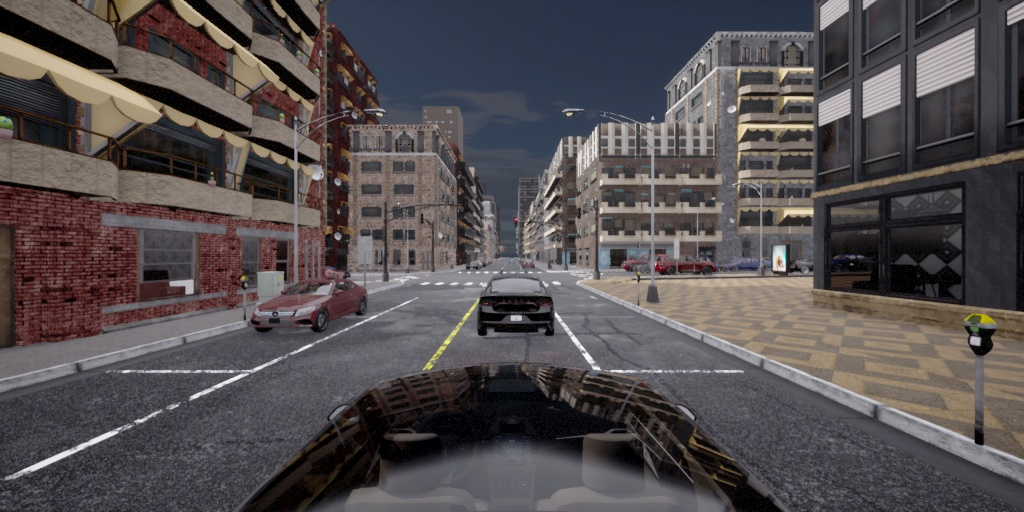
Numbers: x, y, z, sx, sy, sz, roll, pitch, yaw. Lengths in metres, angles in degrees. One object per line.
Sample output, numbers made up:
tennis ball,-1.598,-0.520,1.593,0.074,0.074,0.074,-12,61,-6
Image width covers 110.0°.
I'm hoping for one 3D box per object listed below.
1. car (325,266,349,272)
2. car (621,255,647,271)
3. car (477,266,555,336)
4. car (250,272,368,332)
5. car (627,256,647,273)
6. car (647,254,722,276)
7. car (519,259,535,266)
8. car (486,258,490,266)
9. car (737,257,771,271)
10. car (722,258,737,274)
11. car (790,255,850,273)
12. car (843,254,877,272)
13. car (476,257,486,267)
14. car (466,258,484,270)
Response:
car,-17.187,1.609,33.046,4.181,1.385,1.994,-1,0,-1
car,14.562,0.763,39.129,5.009,1.841,2.192,0,0,-1
car,0.096,1.227,10.424,1.882,1.535,5.008,0,0,0
car,-5.744,1.331,10.763,1.802,1.307,4.207,0,0,0
car,14.433,1.020,36.537,4.181,1.385,1.994,-1,0,-1
car,14.700,0.777,30.750,5.009,1.841,2.192,0,0,-1
car,2.670,1.205,58.474,1.967,1.591,4.097,0,0,0
car,-5.712,1.084,64.151,2.192,1.841,5.009,0,0,0
car,23.828,0.827,36.622,5.357,1.411,2.033,-1,0,-1
car,17.402,0.954,33.365,5.357,1.411,2.033,-1,0,-1
car,25.793,0.821,30.850,4.313,1.339,1.948,0,0,-1
car,31.340,0.716,30.901,4.313,1.339,1.948,0,0,-1
car,-5.710,1.291,58.299,1.751,1.417,4.829,0,0,0
car,-5.708,1.328,52.786,1.948,1.339,4.313,0,0,0
